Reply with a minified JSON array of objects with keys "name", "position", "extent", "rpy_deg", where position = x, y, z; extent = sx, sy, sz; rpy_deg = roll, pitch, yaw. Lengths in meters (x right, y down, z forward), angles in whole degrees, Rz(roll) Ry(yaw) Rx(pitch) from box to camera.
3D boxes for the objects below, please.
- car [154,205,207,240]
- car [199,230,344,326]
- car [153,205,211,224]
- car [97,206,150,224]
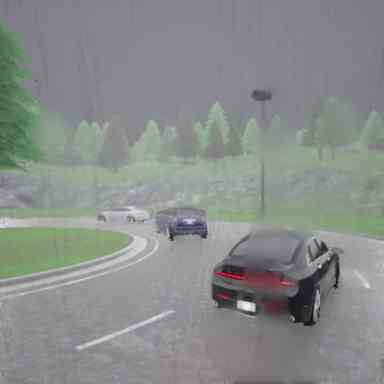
[{"name":"car","position":[-0.764,1.637,19.230],"extent":[2.097,1.767,4.553],"rpy_deg":[0,-1,-17]},{"name":"car","position":[2.112,1.621,7.476],"extent":[1.837,1.490,4.892],"rpy_deg":[1,0,30]},{"name":"car","position":[-0.957,1.930,29.671],"extent":[4.902,1.511,2.128],"rpy_deg":[-1,-1,37]},{"name":"car","position":[-5.890,1.942,28.493],"extent":[4.674,1.442,1.812],"rpy_deg":[0,-1,21]}]
